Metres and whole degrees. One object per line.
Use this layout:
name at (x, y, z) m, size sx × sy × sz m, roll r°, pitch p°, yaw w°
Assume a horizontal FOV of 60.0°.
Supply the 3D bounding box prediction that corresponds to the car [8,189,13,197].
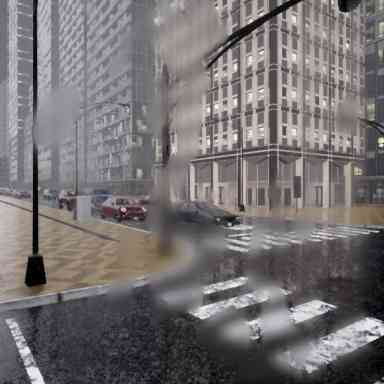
car at (-30.554, 0.321, 58.498) m, size 2.008 × 1.369 × 4.403 m, roll 1°, pitch 0°, yaw -36°

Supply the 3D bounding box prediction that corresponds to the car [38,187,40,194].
car at (-33.514, -0.020, 77.041) m, size 1.887 × 1.381 × 4.507 m, roll 1°, pitch 0°, yaw -36°

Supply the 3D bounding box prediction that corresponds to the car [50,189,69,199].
car at (-23.132, 0.329, 58.050) m, size 1.882 × 1.535 × 5.008 m, roll 0°, pitch 1°, yaw -36°

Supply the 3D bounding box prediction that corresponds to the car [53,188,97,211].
car at (-11.090, 0.729, 31.295) m, size 2.192 × 1.841 × 5.009 m, roll 1°, pitch 0°, yaw -36°

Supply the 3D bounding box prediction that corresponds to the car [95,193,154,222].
car at (-4.608, 1.069, 22.228) m, size 1.967 × 1.590 × 4.097 m, roll 1°, pitch 0°, yaw -36°

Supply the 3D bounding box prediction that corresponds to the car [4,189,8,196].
car at (-33.797, 0.208, 63.032) m, size 1.887 × 1.381 × 4.507 m, roll 1°, pitch 0°, yaw -36°

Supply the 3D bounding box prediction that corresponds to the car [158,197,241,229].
car at (0.425, 1.269, 19.643) m, size 2.033 × 1.411 × 5.357 m, roll 0°, pitch 1°, yaw -36°

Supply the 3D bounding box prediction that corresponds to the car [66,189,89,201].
car at (-17.187, 0.400, 49.737) m, size 2.097 × 1.767 × 4.553 m, roll 0°, pitch 1°, yaw -36°

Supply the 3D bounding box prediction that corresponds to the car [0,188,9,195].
car at (-43.526, -0.112, 76.633) m, size 1.887 × 1.381 × 4.507 m, roll 1°, pitch 0°, yaw -36°

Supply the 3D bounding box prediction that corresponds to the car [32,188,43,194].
car at (-40.002, -0.213, 86.112) m, size 1.947 × 1.339 × 4.313 m, roll 1°, pitch 0°, yaw -36°

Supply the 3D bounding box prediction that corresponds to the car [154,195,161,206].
car at (-4.318, 0.982, 36.221) m, size 1.802 × 1.307 × 4.206 m, roll 1°, pitch 0°, yaw -36°

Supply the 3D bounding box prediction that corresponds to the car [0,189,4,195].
car at (-37.040, 0.107, 67.566) m, size 2.008 × 1.369 × 4.403 m, roll 1°, pitch 0°, yaw -36°

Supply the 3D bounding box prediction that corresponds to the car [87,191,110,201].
car at (-14.050, 0.644, 49.829) m, size 1.947 × 1.339 × 4.313 m, roll 1°, pitch 0°, yaw -36°

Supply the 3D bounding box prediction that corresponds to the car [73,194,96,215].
car at (-7.855, 1.103, 26.762) m, size 1.802 × 1.307 × 4.206 m, roll 1°, pitch 0°, yaw -36°

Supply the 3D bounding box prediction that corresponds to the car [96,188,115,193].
car at (-9.254, 0.623, 33.153) m, size 2.150 × 2.045 × 5.566 m, roll 0°, pitch 1°, yaw -36°

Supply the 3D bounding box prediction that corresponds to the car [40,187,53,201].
car at (-20.450, 0.378, 48.968) m, size 2.097 × 1.767 × 4.553 m, roll 0°, pitch 1°, yaw -35°

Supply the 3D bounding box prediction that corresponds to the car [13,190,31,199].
car at (-27.311, 0.422, 53.965) m, size 1.887 × 1.381 × 4.507 m, roll 1°, pitch 0°, yaw -36°

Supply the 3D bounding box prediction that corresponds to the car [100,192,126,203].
car at (-10.903, 0.707, 45.432) m, size 1.752 × 1.417 × 4.829 m, roll 1°, pitch 0°, yaw -36°

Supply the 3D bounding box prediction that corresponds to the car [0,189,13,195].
car at (-40.283, 0.016, 72.100) m, size 1.947 × 1.339 × 4.313 m, roll 1°, pitch 0°, yaw -36°
